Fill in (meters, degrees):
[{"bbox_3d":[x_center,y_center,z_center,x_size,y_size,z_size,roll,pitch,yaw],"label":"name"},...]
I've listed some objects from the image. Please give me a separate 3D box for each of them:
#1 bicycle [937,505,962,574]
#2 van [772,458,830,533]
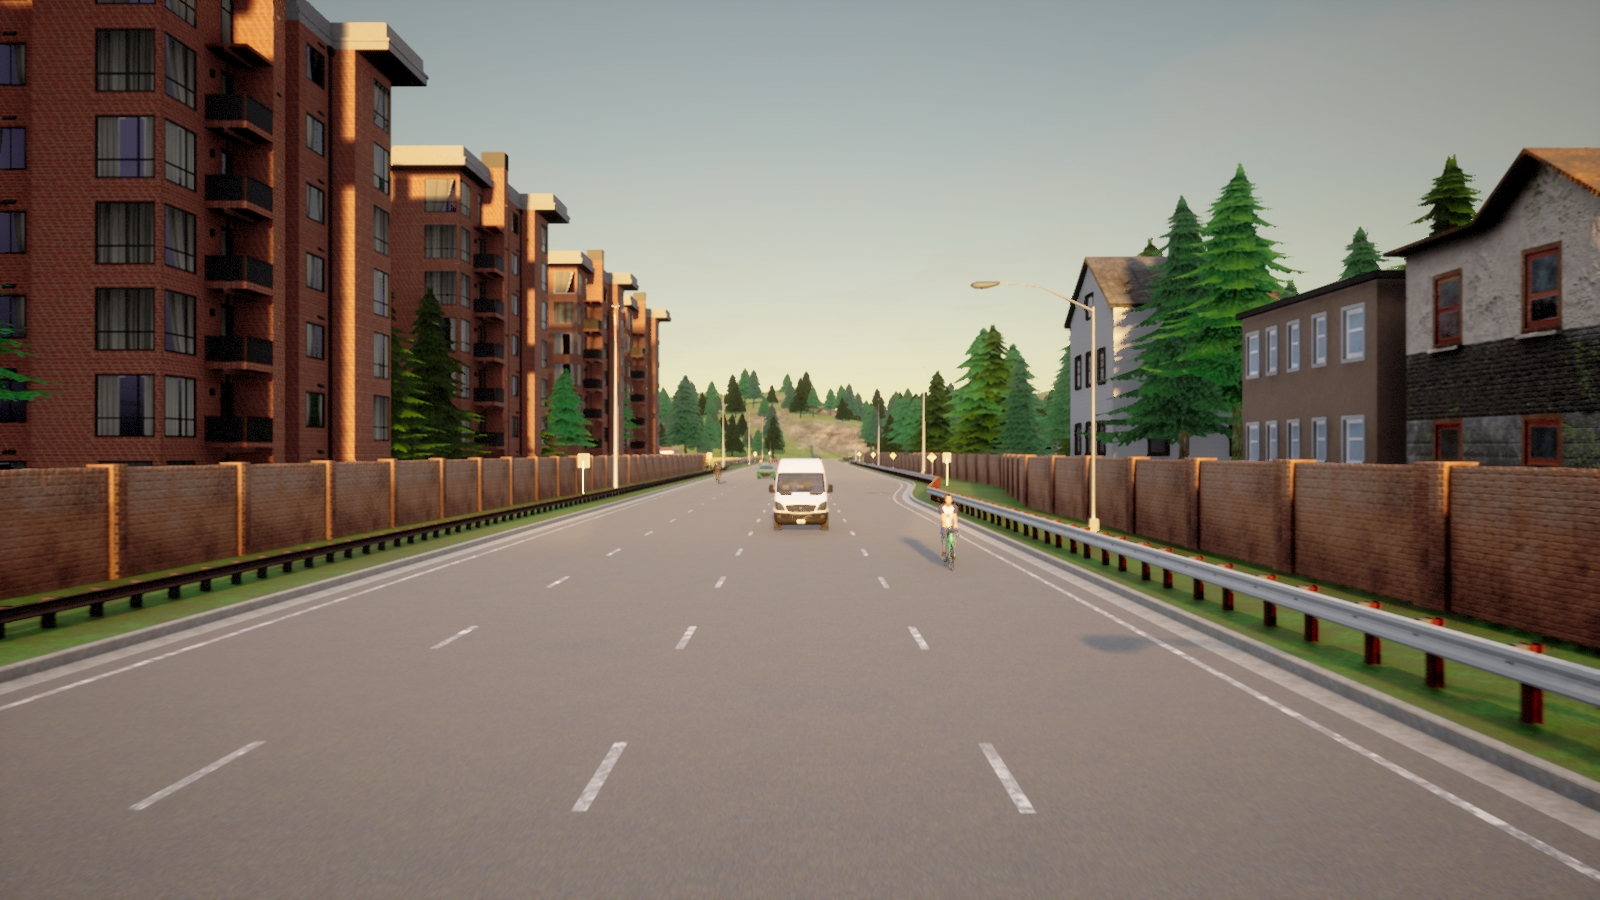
[{"bbox_3d":[3.545,2.096,27.156,0.373,1.496,1.643,0,0,0],"label":"bicycle"},{"bbox_3d":[0.041,1.596,42.396,1.988,2.561,5.915,0,0,0],"label":"van"}]
